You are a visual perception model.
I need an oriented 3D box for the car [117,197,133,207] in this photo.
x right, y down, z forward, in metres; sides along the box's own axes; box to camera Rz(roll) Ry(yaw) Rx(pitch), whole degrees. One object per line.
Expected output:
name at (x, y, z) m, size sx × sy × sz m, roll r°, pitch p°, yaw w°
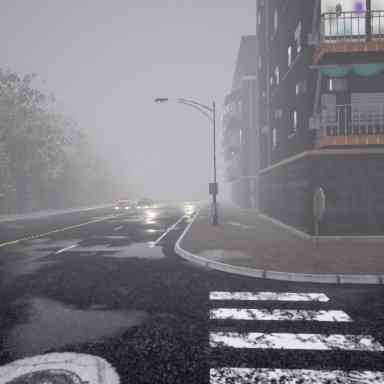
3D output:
car at (-10.680, 1.525, 53.810) m, size 1.882 × 1.535 × 5.008 m, roll -1°, pitch 0°, yaw 3°

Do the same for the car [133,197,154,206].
car at (-7.435, 1.551, 53.623) m, size 2.033 × 1.411 × 5.357 m, roll -1°, pitch 0°, yaw 3°
